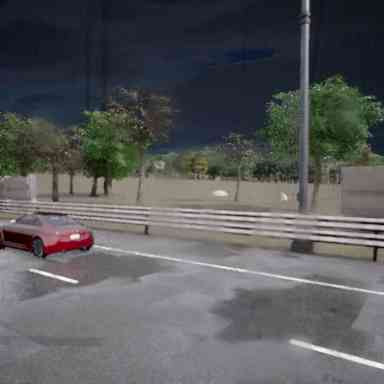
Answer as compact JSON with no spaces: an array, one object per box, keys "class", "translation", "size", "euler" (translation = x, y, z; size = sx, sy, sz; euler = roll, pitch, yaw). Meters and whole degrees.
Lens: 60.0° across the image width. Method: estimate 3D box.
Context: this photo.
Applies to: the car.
[{"class":"car","translation":[-5.525,1.437,12.230],"size":[4.181,1.385,1.994],"euler":[1,0,35]}]
